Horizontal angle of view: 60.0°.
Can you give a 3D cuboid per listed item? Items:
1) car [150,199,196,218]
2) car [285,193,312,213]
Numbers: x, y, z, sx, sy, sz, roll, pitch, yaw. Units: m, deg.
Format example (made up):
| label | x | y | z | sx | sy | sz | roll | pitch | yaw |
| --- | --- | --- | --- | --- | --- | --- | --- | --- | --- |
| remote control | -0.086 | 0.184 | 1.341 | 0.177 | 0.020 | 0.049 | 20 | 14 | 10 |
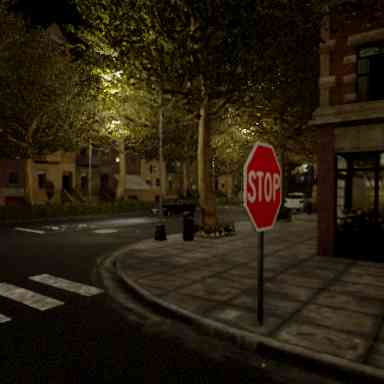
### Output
| label | x | y | z | sx | sy | sz | roll | pitch | yaw |
| --- | --- | --- | --- | --- | --- | --- | --- | --- | --- |
| car | -1.597 | 1.402 | 29.108 | 2.128 | 1.511 | 4.902 | 0 | 0 | 36 |
| car | 11.958 | 1.172 | 36.340 | 2.435 | 2.045 | 5.566 | 0 | 0 | 36 |
